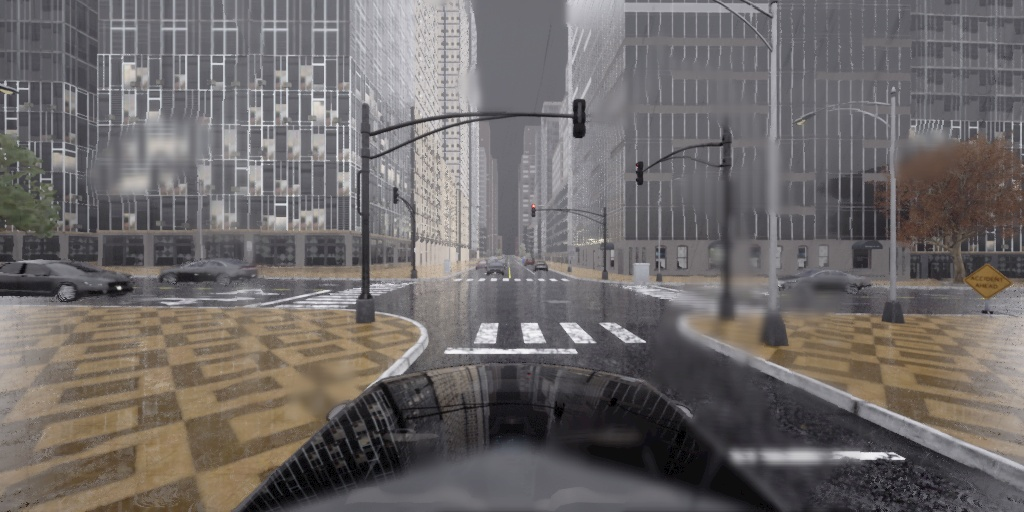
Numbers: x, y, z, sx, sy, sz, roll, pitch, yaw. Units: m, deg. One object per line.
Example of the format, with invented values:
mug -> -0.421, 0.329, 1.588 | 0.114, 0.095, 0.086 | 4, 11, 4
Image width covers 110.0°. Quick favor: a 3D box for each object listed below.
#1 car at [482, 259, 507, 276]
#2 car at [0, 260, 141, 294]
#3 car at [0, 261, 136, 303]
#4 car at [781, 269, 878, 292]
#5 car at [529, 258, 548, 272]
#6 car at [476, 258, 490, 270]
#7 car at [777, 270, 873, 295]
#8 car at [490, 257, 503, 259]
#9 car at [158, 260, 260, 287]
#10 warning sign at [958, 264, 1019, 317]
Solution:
car -> -1.715, 1.314, 38.497 | 2.033, 1.411, 5.357 | 0, 0, -1
car -> -21.394, 0.931, 16.973 | 5.357, 1.411, 2.033 | 1, 0, -3
car -> -17.768, 0.955, 13.909 | 4.892, 1.490, 1.837 | 1, 0, -3
car -> 22.905, 1.735, 26.002 | 5.357, 1.411, 2.033 | 1, 0, -3
car -> 3.663, 1.329, 46.708 | 1.948, 1.339, 4.313 | 0, 0, -1
car -> -4.322, 1.342, 52.153 | 1.802, 1.307, 4.207 | 0, 0, -1
car -> 19.188, 1.613, 22.553 | 4.902, 1.511, 2.128 | 1, 0, -3
car -> -1.839, 1.261, 51.186 | 1.837, 1.490, 4.892 | 0, 1, 0
car -> -17.332, 0.949, 20.639 | 4.902, 1.511, 2.128 | 1, 0, -3
warning sign -> 17.212, 1.204, 12.986 | 1.060, 1.860, 1.300 | 0, 0, -3
